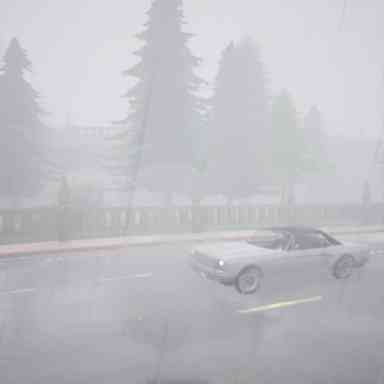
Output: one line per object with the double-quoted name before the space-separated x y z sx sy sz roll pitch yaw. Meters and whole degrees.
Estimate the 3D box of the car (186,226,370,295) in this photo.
"car" 2.273 1.602 8.683 4.718 1.301 1.895 0 0 -25
